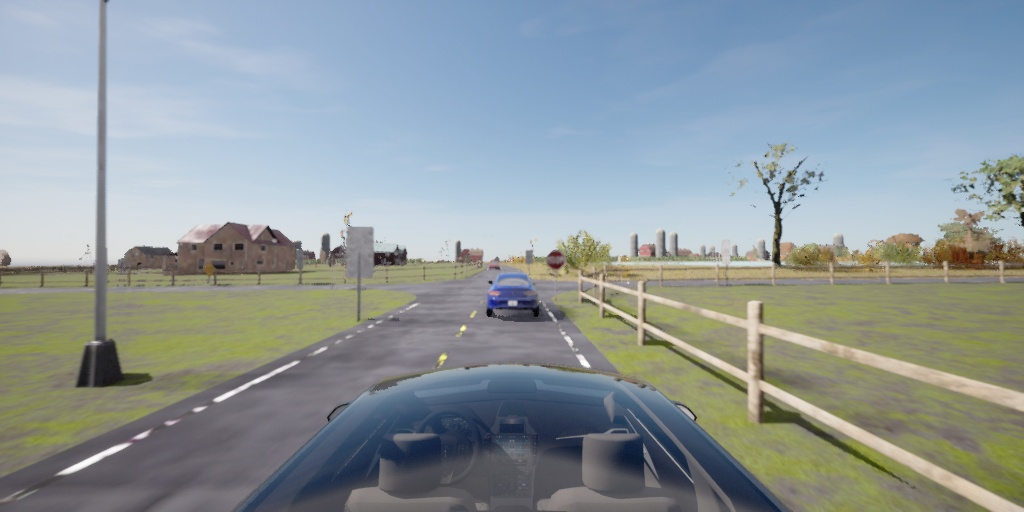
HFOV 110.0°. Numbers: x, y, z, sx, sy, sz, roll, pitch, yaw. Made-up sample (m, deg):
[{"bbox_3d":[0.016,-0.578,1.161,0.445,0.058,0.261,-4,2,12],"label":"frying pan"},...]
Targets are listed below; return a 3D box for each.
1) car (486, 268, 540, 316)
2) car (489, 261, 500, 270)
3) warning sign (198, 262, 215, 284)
[{"bbox_3d":[0.040,1.358,13.698,1.812,1.442,4.674,0,0,0],"label":"car"},{"bbox_3d":[-3.039,1.682,62.380,1.882,1.535,5.008,0,0,-1],"label":"car"},{"bbox_3d":[-25.785,1.424,30.489,1.060,1.860,1.300,0,0,-1],"label":"warning sign"}]
